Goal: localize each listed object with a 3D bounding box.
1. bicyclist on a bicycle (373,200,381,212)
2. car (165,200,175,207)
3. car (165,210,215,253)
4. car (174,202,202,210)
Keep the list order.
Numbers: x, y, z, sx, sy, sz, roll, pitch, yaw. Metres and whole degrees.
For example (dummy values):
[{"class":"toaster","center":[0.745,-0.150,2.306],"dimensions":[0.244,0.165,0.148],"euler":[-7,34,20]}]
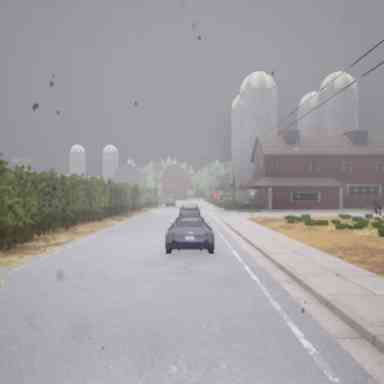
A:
[{"class":"bicyclist on a bicycle","center":[18.250,1.578,32.956],"dimensions":[0.582,1.620,1.656],"euler":[0,-1,-1]},{"class":"car","center":[-3.931,2.128,62.342],"dimensions":[2.033,1.411,5.357],"euler":[0,-1,0]},{"class":"car","center":[-0.082,1.699,14.363],"dimensions":[1.994,1.385,4.181],"euler":[0,0,0]},{"class":"car","center":[-0.185,1.766,29.336],"dimensions":[2.128,1.511,4.902],"euler":[0,0,0]}]
